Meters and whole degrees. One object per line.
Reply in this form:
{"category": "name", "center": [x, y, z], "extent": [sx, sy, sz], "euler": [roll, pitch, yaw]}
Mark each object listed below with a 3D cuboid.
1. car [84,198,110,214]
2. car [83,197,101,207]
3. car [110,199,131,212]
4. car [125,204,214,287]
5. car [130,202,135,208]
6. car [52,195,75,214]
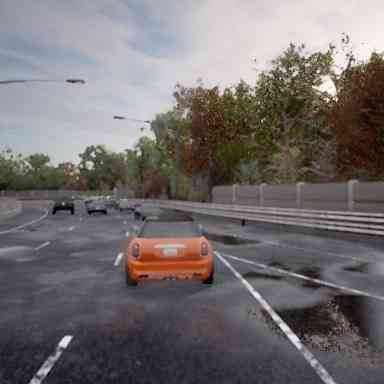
{"category": "car", "center": [-10.834, 1.725, 37.612], "extent": [1.994, 1.385, 4.181], "euler": [0, 0, -20]}
{"category": "car", "center": [-17.753, 1.731, 58.988], "extent": [1.882, 1.535, 5.008], "euler": [0, 0, -32]}
{"category": "car", "center": [-8.458, 1.718, 41.313], "extent": [2.033, 1.411, 5.357], "euler": [0, 0, -24]}
{"category": "car", "center": [-0.680, 1.391, 9.655], "extent": [2.097, 1.767, 4.553], "euler": [0, 0, -5]}
{"category": "car", "center": [-3.654, 1.677, 28.019], "extent": [1.994, 1.385, 4.181], "euler": [0, 0, -20]}
{"category": "car", "center": [-14.567, 1.388, 37.707], "extent": [2.150, 2.045, 5.566], "euler": [0, 0, -21]}
